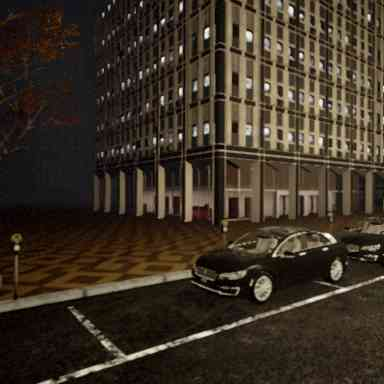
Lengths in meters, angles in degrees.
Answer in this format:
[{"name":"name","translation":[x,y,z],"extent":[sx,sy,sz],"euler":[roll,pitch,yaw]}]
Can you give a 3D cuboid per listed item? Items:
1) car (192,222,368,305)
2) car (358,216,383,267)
[{"name":"car","translation":[2.024,1.534,7.996],"extent":[4.403,1.369,2.008],"euler":[0,1,-36]},{"name":"car","translation":[6.349,1.519,11.082],"extent":[4.403,1.369,2.008],"euler":[0,1,-36]}]
